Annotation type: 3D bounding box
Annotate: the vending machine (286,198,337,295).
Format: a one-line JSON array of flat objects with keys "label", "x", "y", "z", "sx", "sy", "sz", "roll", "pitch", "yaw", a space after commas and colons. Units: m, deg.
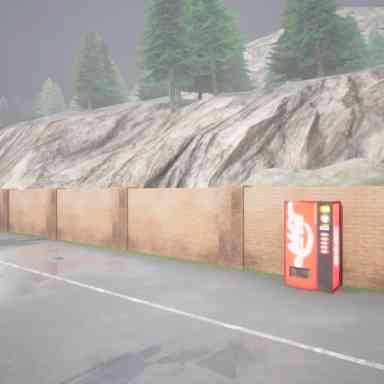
[{"label": "vending machine", "x": 2.878, "y": 1.195, "z": 7.955, "sx": 0.880, "sy": 2.100, "sz": 1.100, "roll": 0, "pitch": 0, "yaw": 36}]
